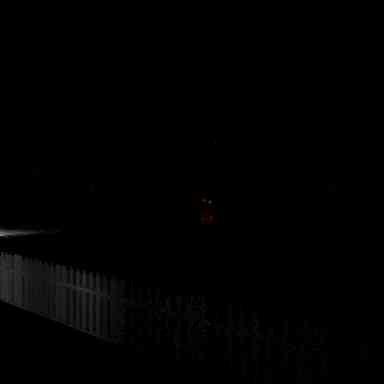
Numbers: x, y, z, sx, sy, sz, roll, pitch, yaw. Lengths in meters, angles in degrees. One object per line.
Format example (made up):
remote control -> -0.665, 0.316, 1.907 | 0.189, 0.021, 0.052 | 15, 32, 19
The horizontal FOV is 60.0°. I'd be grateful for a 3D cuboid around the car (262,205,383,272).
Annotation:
car -> 4.243, 1.301, 10.090 | 3.866, 1.878, 1.905 | 0, 0, 35
